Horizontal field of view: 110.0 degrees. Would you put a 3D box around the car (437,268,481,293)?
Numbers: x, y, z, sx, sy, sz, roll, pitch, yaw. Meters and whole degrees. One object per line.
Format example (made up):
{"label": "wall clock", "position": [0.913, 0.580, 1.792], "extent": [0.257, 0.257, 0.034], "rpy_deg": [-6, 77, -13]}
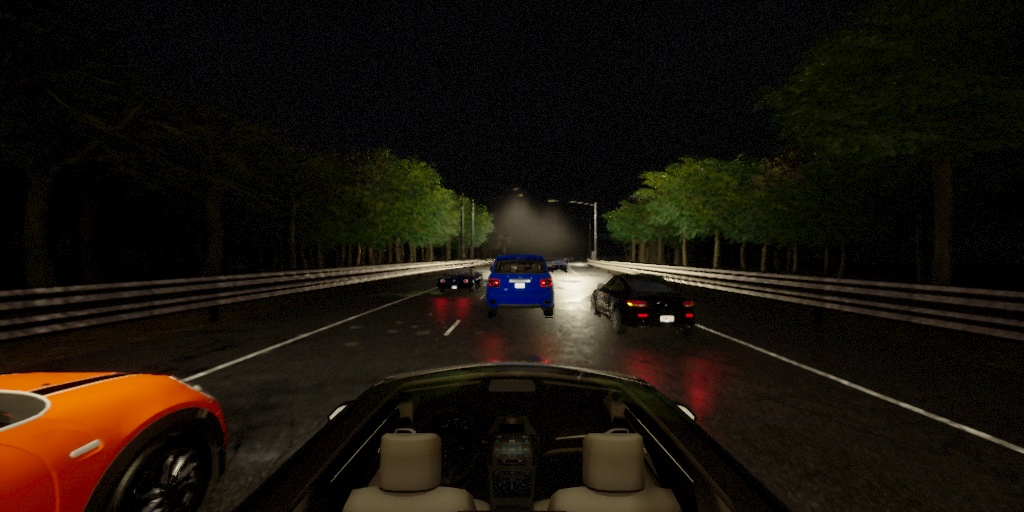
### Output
{"label": "car", "position": [-2.884, 1.337, 20.842], "extent": [1.895, 1.301, 4.718], "rpy_deg": [0, 0, 3]}

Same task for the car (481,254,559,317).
{"label": "car", "position": [0.314, 0.966, 13.264], "extent": [2.150, 2.045, 5.566], "rpy_deg": [0, 0, 2]}

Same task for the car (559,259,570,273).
{"label": "car", "position": [5.705, 1.300, 43.618], "extent": [1.895, 1.301, 4.718], "rpy_deg": [0, 0, 7]}

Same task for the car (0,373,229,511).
{"label": "car", "position": [-3.362, 1.100, 1.048], "extent": [2.097, 1.767, 4.553], "rpy_deg": [0, 0, -1]}

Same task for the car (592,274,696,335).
{"label": "car", "position": [3.577, 1.249, 10.391], "extent": [1.812, 1.442, 4.674], "rpy_deg": [0, 0, 2]}
